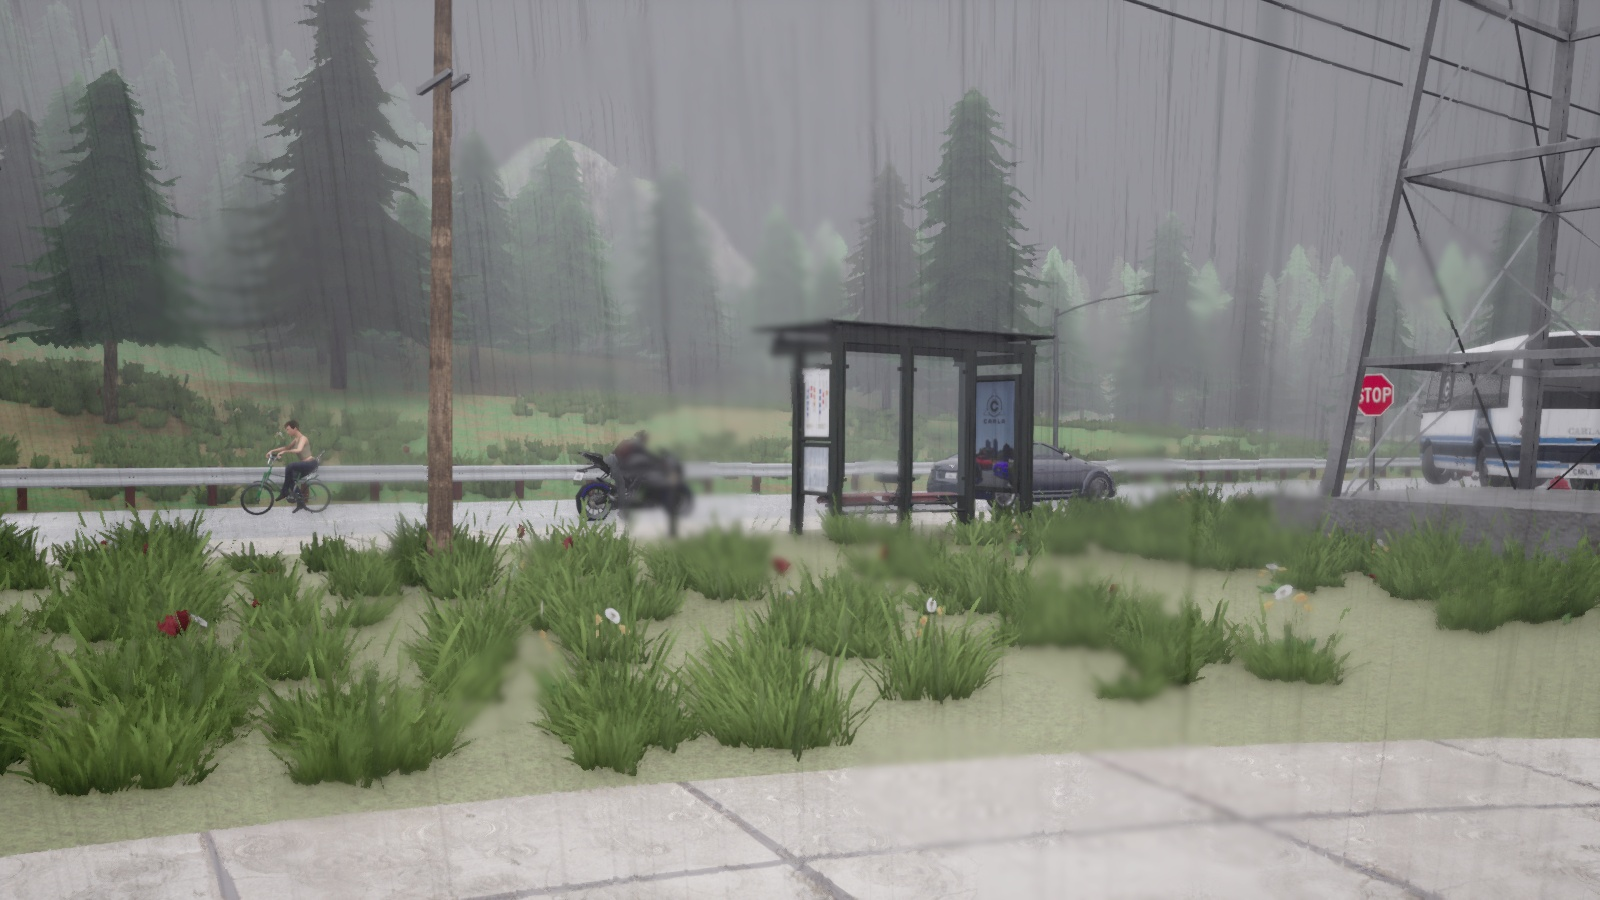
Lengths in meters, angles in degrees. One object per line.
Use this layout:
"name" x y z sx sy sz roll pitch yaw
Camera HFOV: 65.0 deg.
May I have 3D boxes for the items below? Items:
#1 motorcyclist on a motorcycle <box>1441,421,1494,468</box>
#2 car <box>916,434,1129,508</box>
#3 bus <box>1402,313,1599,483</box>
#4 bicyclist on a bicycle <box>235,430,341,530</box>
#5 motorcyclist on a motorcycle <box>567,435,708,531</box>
"motorcyclist on a motorcycle" 22.955 -0.199 43.160 1.817 1.590 0.866 -1 1 -35
"car" 4.695 0.383 26.325 4.181 1.385 1.994 -1 1 -34
"bus" 20.869 -1.400 36.621 3.944 4.253 10.273 0 1 14
"bicyclist on a bicycle" -8.697 0.481 21.338 1.509 1.612 0.866 -1 1 -34
"motorcyclist on a motorcycle" -2.729 0.518 21.208 2.191 1.530 0.866 -1 1 -35
